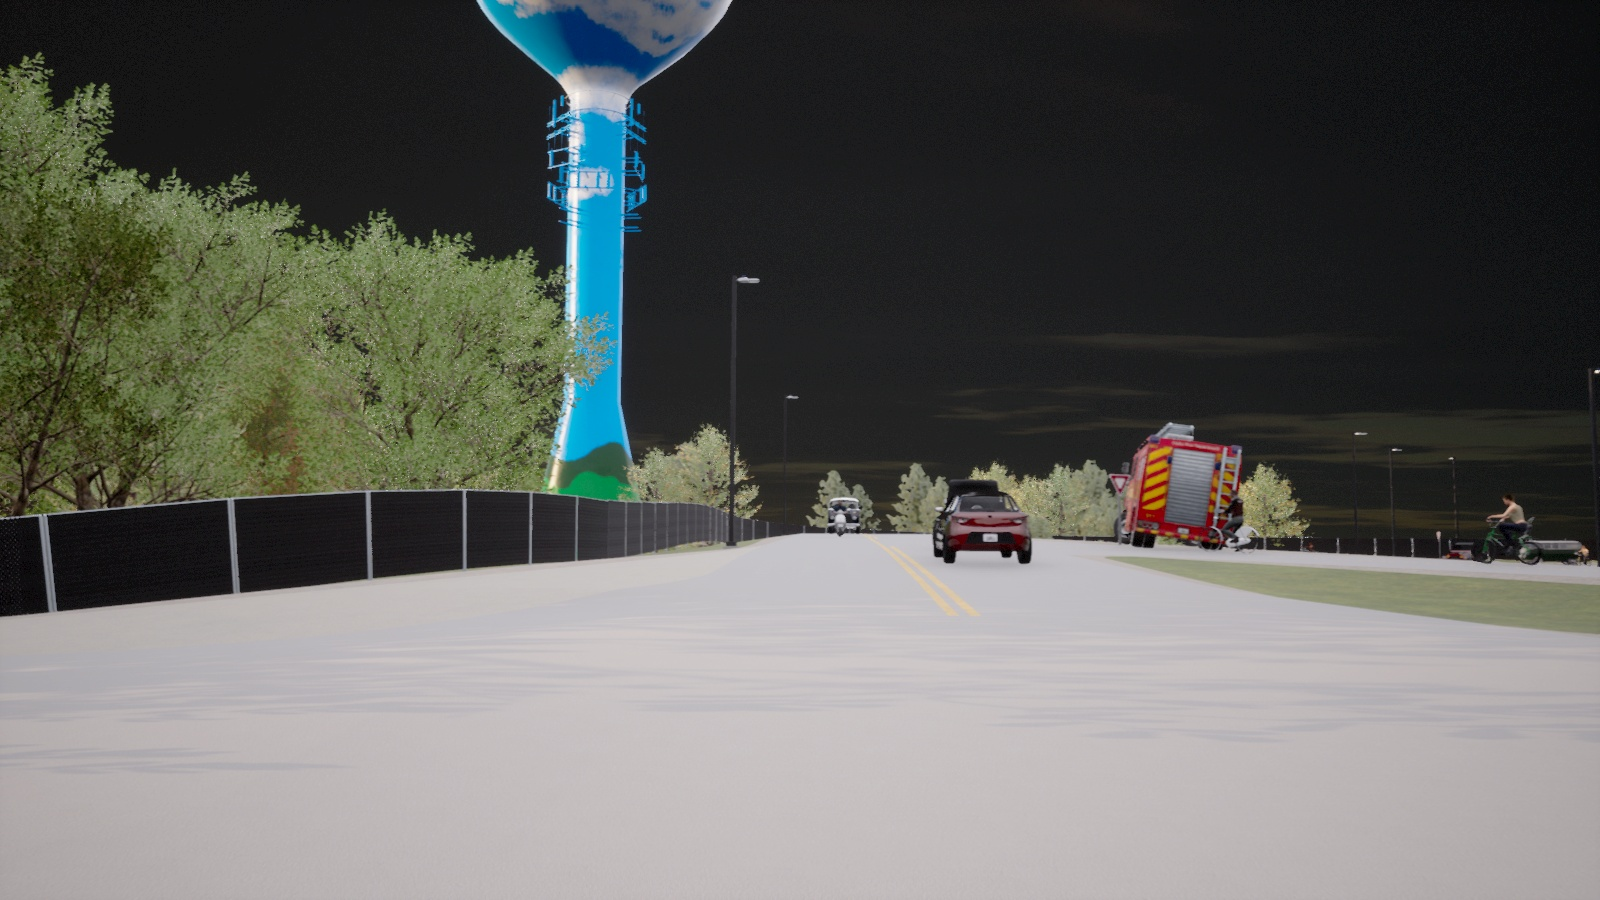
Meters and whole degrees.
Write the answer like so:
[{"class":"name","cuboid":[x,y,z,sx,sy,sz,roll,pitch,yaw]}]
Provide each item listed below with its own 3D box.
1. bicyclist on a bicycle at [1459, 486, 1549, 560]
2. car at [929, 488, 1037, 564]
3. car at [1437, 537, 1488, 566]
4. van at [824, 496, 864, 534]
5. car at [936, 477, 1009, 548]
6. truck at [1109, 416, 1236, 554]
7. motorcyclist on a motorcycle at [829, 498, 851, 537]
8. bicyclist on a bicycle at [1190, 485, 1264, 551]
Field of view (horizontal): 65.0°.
[{"class":"bicyclist on a bicycle","cuboid":[16.009,1.670,28.588,0.866,1.612,1.509,3,-5,-36]},{"class":"car","cuboid":[3.783,1.570,26.592,1.816,1.474,4.193,0,-2,2]},{"class":"car","cuboid":[44.812,6.830,84.925,3.866,1.878,1.905,3,-5,-45]},{"class":"van","cuboid":[2.486,3.628,69.914,2.069,2.038,4.480,0,-4,4]},{"class":"car","cuboid":[4.842,1.760,35.359,1.905,1.878,3.866,0,-3,7]},{"class":"truck","cuboid":[12.253,1.292,42.043,2.891,3.827,8.468,8,-2,12]},{"class":"motorcyclist on a motorcycle","cuboid":[1.709,2.917,53.713,0.866,1.590,1.817,0,-5,0]},{"class":"bicyclist on a bicycle","cuboid":[11.802,1.879,34.751,0.659,1.776,1.843,3,-4,-39]}]
